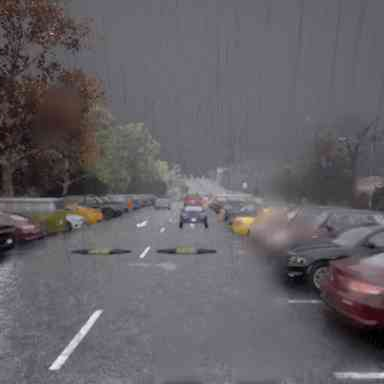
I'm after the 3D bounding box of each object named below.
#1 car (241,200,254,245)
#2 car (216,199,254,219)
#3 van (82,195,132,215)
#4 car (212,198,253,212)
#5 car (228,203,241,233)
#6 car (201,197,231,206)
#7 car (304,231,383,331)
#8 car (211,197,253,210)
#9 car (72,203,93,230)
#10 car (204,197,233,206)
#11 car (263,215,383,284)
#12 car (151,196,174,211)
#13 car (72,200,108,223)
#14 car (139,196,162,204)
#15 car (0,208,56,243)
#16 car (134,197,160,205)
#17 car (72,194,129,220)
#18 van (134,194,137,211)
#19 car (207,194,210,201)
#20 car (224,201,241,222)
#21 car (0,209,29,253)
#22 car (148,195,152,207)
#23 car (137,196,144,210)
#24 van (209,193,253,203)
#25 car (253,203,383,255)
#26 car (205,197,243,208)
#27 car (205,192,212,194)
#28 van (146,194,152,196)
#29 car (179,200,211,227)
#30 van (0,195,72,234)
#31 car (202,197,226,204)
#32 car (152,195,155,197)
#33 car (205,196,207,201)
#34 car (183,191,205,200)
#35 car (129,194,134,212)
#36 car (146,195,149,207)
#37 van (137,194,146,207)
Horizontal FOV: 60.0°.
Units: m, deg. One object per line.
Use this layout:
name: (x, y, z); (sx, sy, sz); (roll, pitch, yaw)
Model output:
car: (4.569, 1.364, 13.744); (4.553, 1.767, 2.185); (0, 0, 0)
car: (4.722, 1.497, 24.848); (5.366, 1.575, 1.946); (0, 0, 0)
van: (-8.428, 1.283, 33.254); (4.442, 1.987, 1.878); (0, 0, 0)
car: (4.565, 1.535, 30.401); (4.792, 1.488, 2.163); (0, 0, 0)
car: (4.723, 1.489, 16.520); (5.366, 1.575, 1.946); (0, 0, 0)
car: (4.346, 1.665, 60.927); (5.366, 1.575, 1.946); (0, -1, 0)
car: (4.537, 1.522, 5.415); (4.674, 1.452, 2.002); (0, 0, 0)
car: (4.565, 1.538, 33.177); (4.792, 1.488, 2.163); (0, 0, 0)
car: (-8.545, 1.535, 19.277); (4.674, 1.452, 2.002); (0, 0, 0)
car: (4.526, 1.642, 58.151); (4.892, 1.521, 2.231); (0, -1, 0)
car: (4.544, 1.484, 8.191); (5.008, 1.535, 2.097); (0, 0, 0)
car: (-3.594, 1.544, 41.793); (1.837, 1.490, 4.892); (0, 0, 0)
car: (-8.537, 1.498, 22.172); (5.008, 1.535, 2.097); (0, 0, 0)
car: (-8.581, 1.622, 69.131); (4.553, 1.767, 2.185); (0, -1, 0)
car: (-8.539, 1.530, 13.863); (4.674, 1.452, 2.002); (0, 0, 0)
car: (-8.546, 1.735, 63.714); (4.674, 1.452, 2.002); (0, -1, 0)
car: (-8.516, 1.252, 27.714); (5.566, 2.045, 2.435); (0, 0, 0)
van: (-8.661, 1.286, 36.024); (4.442, 1.987, 1.878); (0, 0, 0)
car: (4.503, 1.393, 41.503); (4.553, 1.767, 2.185); (0, 0, 0)
car: (4.544, 1.496, 19.296); (4.892, 1.521, 2.231); (0, 0, 0)
car: (-8.536, 1.487, 11.092); (5.008, 1.535, 2.097); (0, 0, 0)
car: (-8.575, 1.572, 46.971); (4.792, 1.488, 2.163); (0, 0, 0)
car: (-8.550, 1.514, 38.794); (5.008, 1.535, 2.097); (0, 0, 0)
van: (4.418, 1.285, 35.953); (4.442, 1.987, 1.878); (0, 0, 0)
car: (4.570, 1.361, 10.967); (4.553, 1.767, 2.185); (0, 0, 0)
car: (4.719, 1.559, 49.702); (5.366, 1.575, 1.946); (0, -1, 0)
car: (4.503, 1.444, 63.706); (5.566, 2.045, 2.435); (0, -1, 0)
van: (-8.663, 1.337, 49.744); (4.442, 1.987, 1.878); (0, 0, 0)
car: (0.101, 1.544, 22.901); (1.812, 1.442, 4.674); (0, 0, 0)
van: (-8.659, 1.267, 16.507); (4.442, 1.987, 1.878); (0, 0, 0)
car: (4.560, 1.778, 69.255); (4.792, 1.488, 2.163); (0, -1, 0)
car: (-8.519, 1.618, 52.635); (4.792, 1.488, 2.163); (0, -1, 0)
car: (4.540, 1.528, 44.282); (4.892, 1.521, 2.231); (0, 0, 0)
car: (0.094, 1.259, 41.166); (2.150, 2.045, 5.566); (0, 0, 0)
car: (-8.516, 1.255, 30.484); (5.566, 2.045, 2.435); (0, 0, 0)
car: (-8.575, 1.558, 44.331); (4.792, 1.488, 2.163); (0, 0, 0)
van: (-8.437, 1.294, 41.580); (4.442, 1.987, 1.878); (0, 0, 0)
